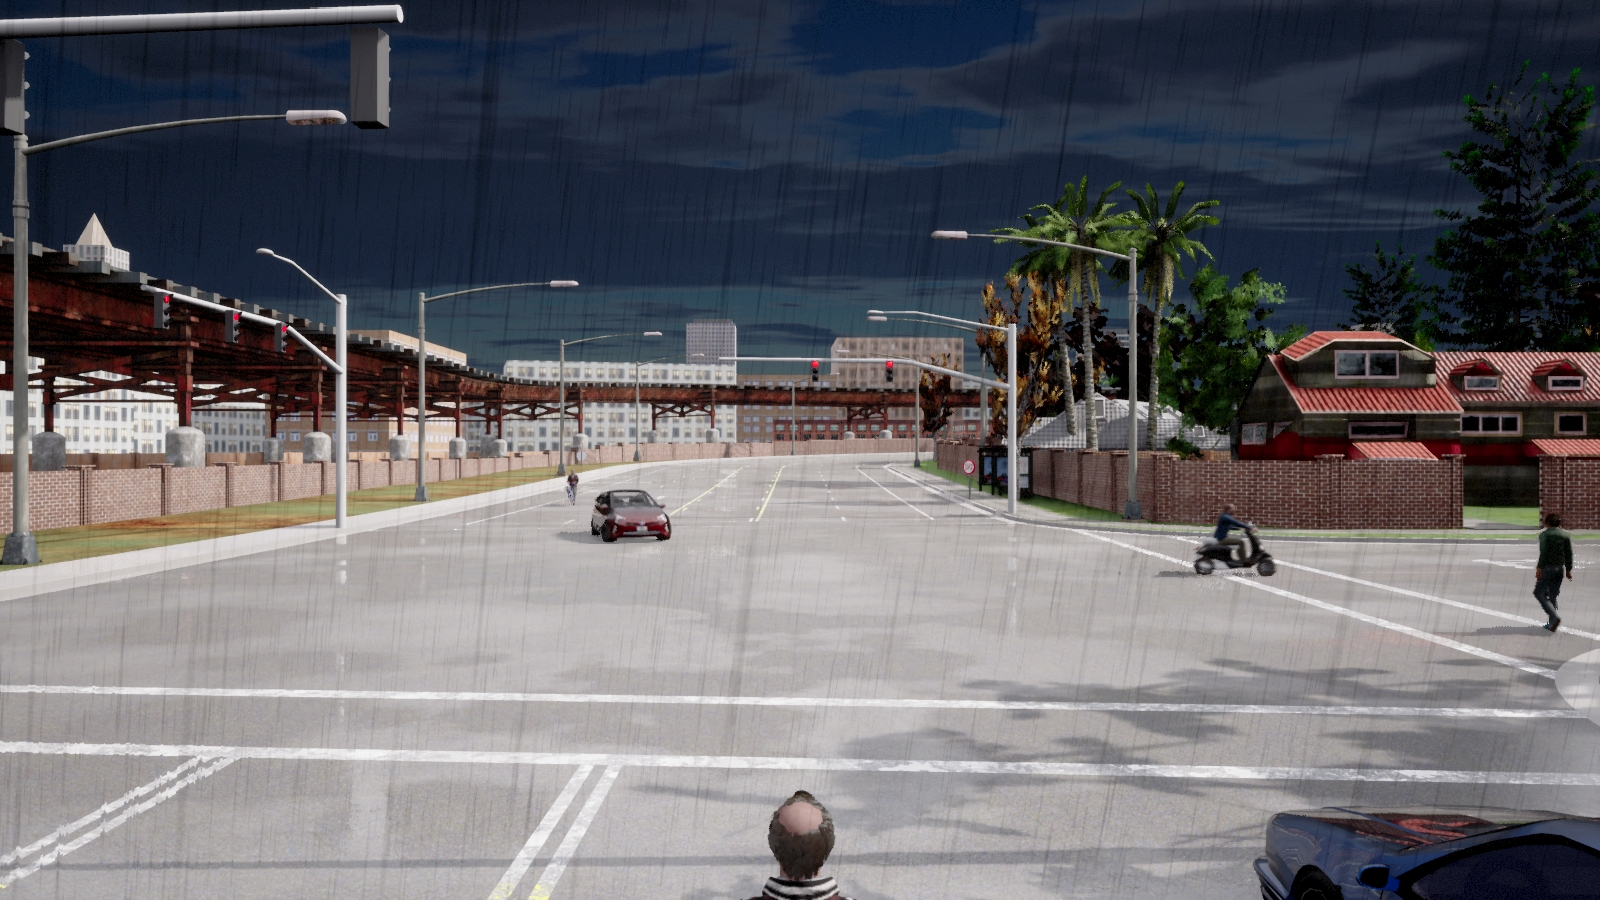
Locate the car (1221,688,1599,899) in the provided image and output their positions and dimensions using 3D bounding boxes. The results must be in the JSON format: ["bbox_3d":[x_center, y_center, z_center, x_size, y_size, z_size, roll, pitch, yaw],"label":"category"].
[{"bbox_3d":[3.467,2.106,4.038,2.033,1.411,5.357,0,0,1],"label":"car"}]

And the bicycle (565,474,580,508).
[{"bbox_3d":[-10.526,1.892,52.818,0.329,1.496,1.835,0,0,0],"label":"bicycle"}]

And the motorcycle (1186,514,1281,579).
[{"bbox_3d":[9.531,2.116,25.161,1.805,1.341,0.856,0,-2,8],"label":"motorcycle"}]

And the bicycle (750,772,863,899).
[{"bbox_3d":[0.019,2.048,3.681,0.329,1.496,1.835,0,0,0],"label":"bicycle"}]

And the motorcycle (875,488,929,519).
[{"bbox_3d":[4.203,2.205,47.061,2.209,1.251,0.867,0,0,5],"label":"motorcycle"}]

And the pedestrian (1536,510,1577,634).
[{"bbox_3d":[11.539,1.848,17.429,0.375,1.860,0.375,0,0,2],"label":"pedestrian"}]

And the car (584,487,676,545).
[{"bbox_3d":[-5.397,2.012,35.784,2.007,1.525,4.514,0,0,-19],"label":"car"}]
